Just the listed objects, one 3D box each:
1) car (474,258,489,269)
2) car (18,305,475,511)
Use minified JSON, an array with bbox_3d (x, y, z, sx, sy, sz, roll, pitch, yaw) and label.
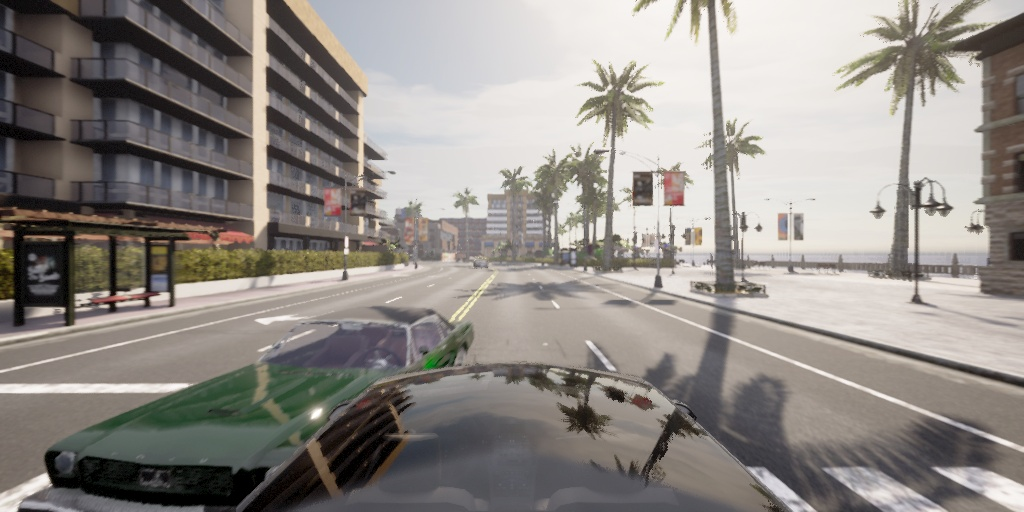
[{"bbox_3d":[-4.411,1.108,51.681,2.128,1.511,4.902,0,1,-10],"label":"car"},{"bbox_3d":[-1.841,1.365,4.292,1.895,1.301,4.718,0,0,7],"label":"car"}]
